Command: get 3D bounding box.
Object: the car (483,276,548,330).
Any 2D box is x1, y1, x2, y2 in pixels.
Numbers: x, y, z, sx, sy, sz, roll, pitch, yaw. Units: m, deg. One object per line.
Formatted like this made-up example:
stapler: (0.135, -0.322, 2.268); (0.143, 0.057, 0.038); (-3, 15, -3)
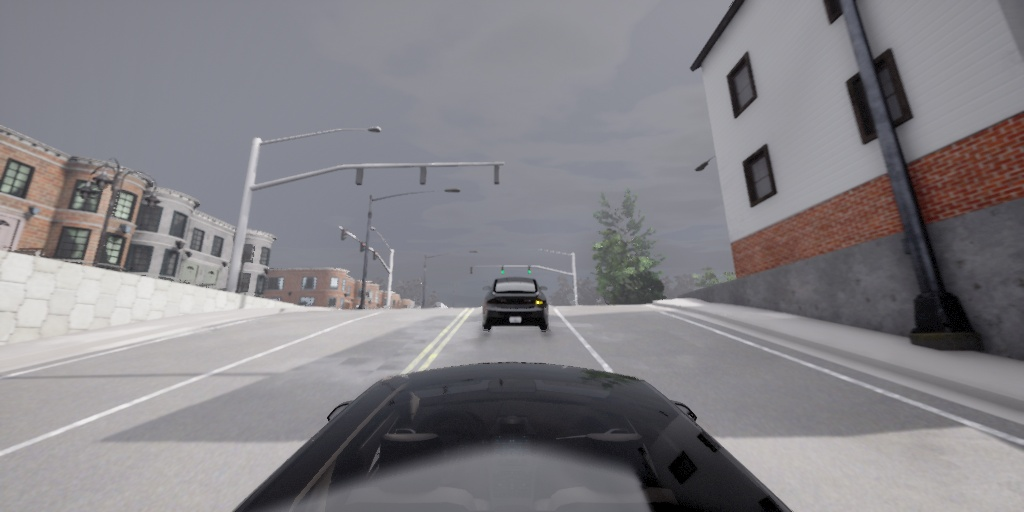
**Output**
car: (0.102, 1.401, 11.639); (1.837, 1.490, 4.892); (0, 0, 0)
